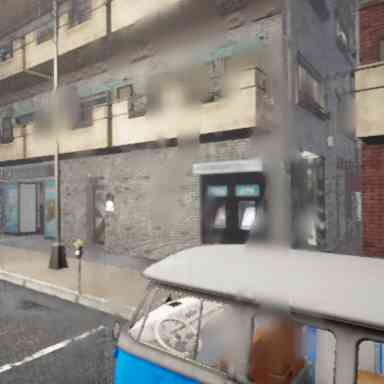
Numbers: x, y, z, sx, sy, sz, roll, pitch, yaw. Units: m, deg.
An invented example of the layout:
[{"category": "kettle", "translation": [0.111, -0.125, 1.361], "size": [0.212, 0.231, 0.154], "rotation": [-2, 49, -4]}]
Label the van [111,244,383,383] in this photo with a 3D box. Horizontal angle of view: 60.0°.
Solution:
[{"category": "van", "translation": [1.236, 1.342, 1.970], "size": [3.998, 1.788, 1.690], "rotation": [0, -1, 35]}]
